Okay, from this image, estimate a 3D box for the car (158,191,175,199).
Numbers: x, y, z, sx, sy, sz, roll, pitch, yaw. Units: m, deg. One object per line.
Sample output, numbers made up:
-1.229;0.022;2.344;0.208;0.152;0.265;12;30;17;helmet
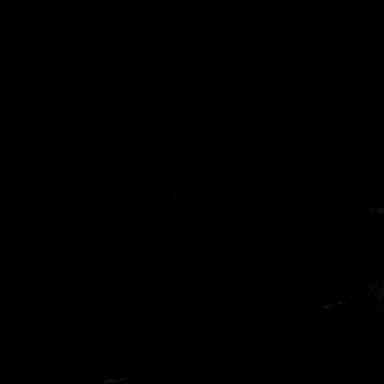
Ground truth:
-5.529;0.612;71.676;1.882;1.535;5.008;-1;2;-36;car
